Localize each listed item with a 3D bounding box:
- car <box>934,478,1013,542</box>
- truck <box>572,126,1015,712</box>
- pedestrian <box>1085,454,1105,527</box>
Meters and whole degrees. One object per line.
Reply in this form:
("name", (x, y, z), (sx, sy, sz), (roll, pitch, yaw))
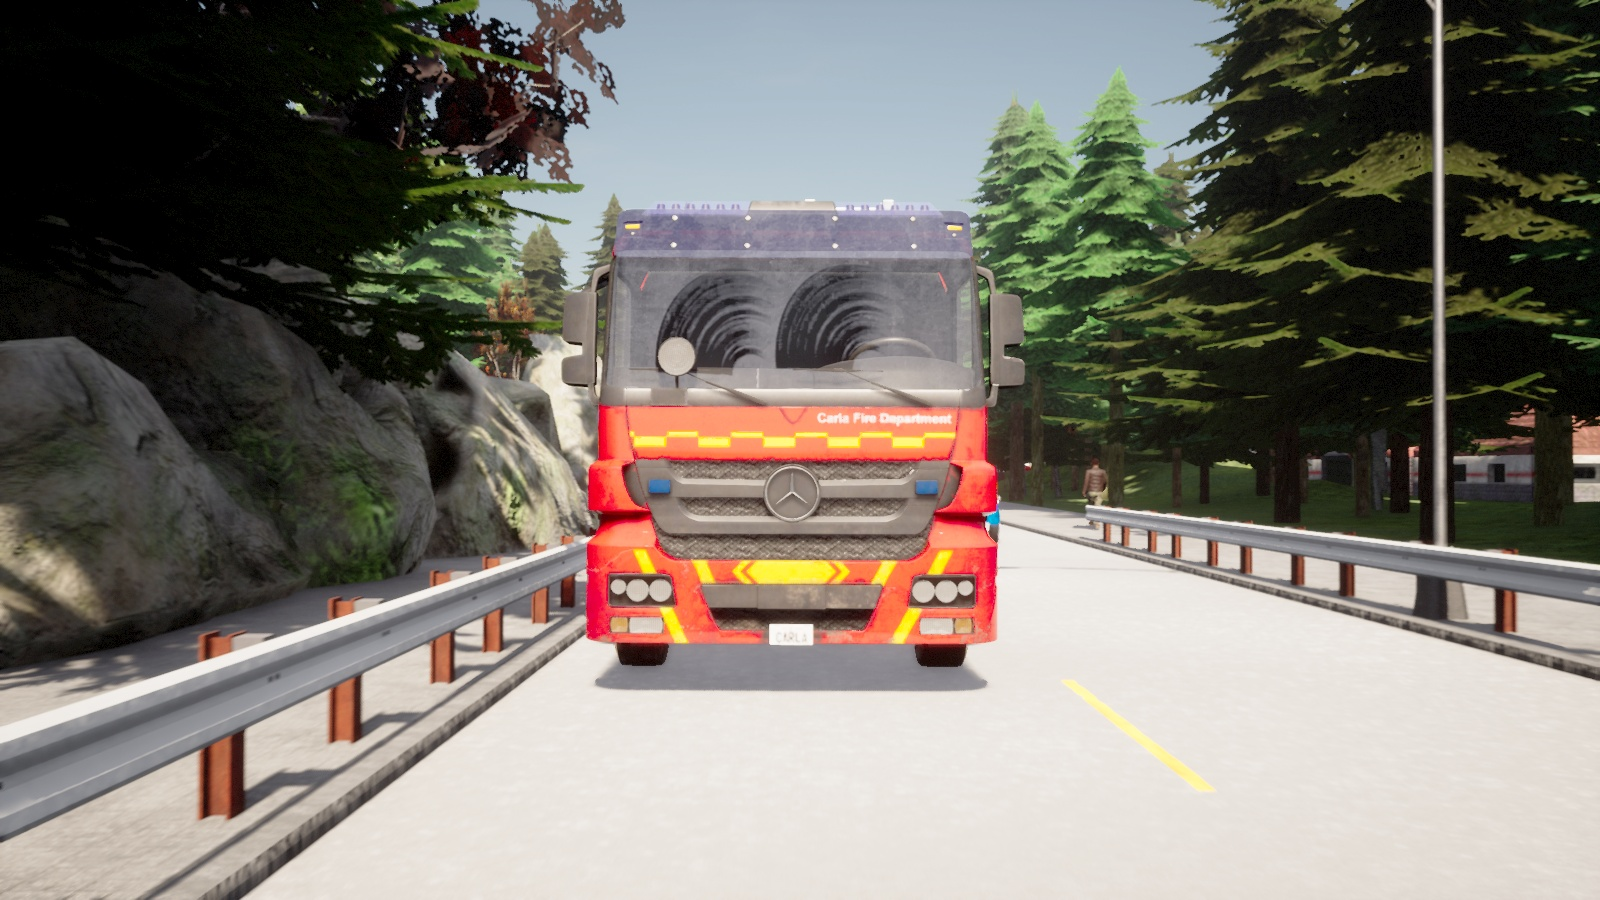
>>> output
("car", (3.904, 1.332, 28.565), (1.481, 1.376, 2.207), (0, -1, 0))
("truck", (-0.063, -0.142, 12.460), (2.891, 3.827, 8.468), (0, -1, 0))
("pedestrian", (7.511, 1.030, 32.024), (0.431, 1.840, 0.703), (0, -1, 9))
